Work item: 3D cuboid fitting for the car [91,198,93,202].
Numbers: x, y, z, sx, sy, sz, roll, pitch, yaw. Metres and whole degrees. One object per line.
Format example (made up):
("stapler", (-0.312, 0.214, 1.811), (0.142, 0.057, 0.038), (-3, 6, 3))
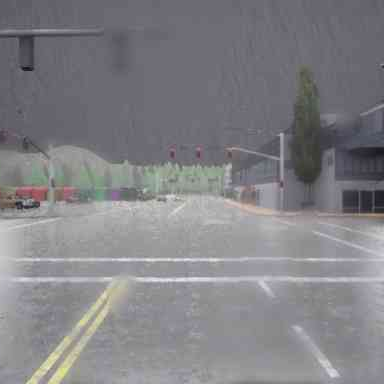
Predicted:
("car", (-21.419, 1.393, 64.779), (3.806, 1.475, 1.970), (0, 0, 0))

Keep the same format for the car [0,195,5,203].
("car", (-38.886, 1.361, 64.772), (3.905, 1.438, 1.784), (0, 0, 0))

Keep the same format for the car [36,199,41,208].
("car", (-21.409, 1.153, 42.260), (3.866, 1.878, 1.905), (0, 0, 0))

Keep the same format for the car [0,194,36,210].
("car", (-21.466, 1.150, 39.366), (4.605, 1.855, 1.932), (0, 0, 0))

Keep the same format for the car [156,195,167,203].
("car", (-6.373, 1.430, 70.466), (1.882, 1.535, 5.008), (0, 0, 2))

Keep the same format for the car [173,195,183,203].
("car", (-2.874, 1.430, 70.374), (1.882, 1.535, 5.008), (0, 0, 2))

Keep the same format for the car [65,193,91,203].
("car", (-21.432, 1.154, 61.884), (3.866, 1.878, 1.905), (0, 0, 0))
